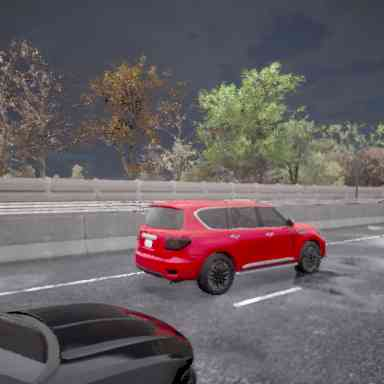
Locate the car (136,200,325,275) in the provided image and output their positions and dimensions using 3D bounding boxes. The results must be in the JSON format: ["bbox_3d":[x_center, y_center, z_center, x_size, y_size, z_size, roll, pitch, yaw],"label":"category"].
[{"bbox_3d":[1.217,1.236,8.920,5.566,2.045,2.150,0,0,-35],"label":"car"}]

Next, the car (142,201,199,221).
[{"bbox_3d":[-1.779,1.567,28.506,4.674,1.442,1.812,0,0,-36],"label":"car"}]

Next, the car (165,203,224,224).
[{"bbox_3d":[0.214,1.605,25.643,4.181,1.385,1.994,0,0,-35],"label":"car"}]

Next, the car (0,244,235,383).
[{"bbox_3d":[-2.241,1.476,2.147,5.008,1.535,1.882,0,0,-36],"label":"car"}]

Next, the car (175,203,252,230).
[{"bbox_3d":[1.491,1.529,22.256,4.902,1.511,2.128,0,0,-35],"label":"car"}]
